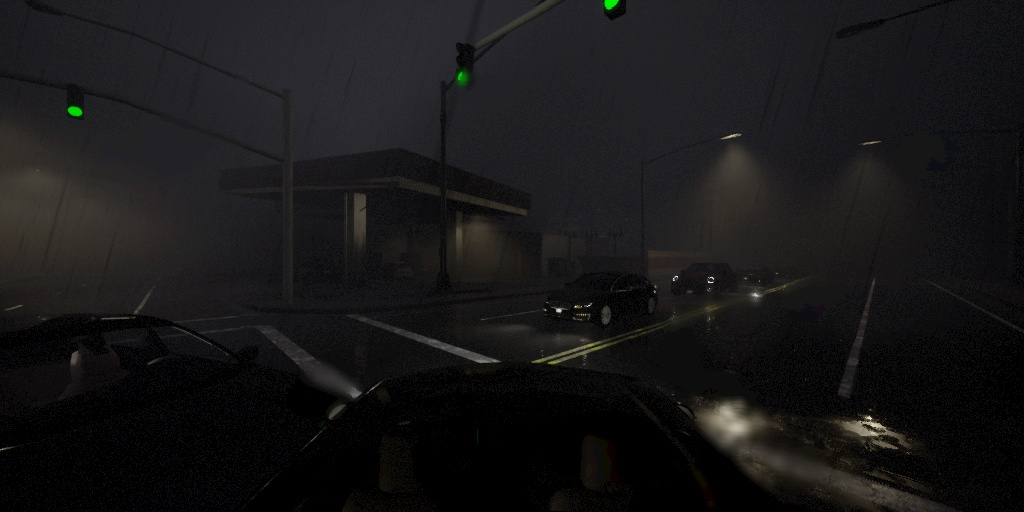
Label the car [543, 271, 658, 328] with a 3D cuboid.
[{"bbox_3d":[3.018,1.255,11.590,4.892,1.490,1.837,0,0,-45],"label":"car"}]

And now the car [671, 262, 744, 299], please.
[{"bbox_3d":[9.938,1.102,18.353,4.553,1.767,2.097,0,0,-44],"label":"car"}]

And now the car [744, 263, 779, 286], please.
[{"bbox_3d":[16.947,1.314,25.181,1.994,1.385,4.181,0,0,45],"label":"car"}]

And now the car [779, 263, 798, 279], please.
[{"bbox_3d":[24.163,1.314,32.149,4.181,1.385,1.994,0,0,-44],"label":"car"}]

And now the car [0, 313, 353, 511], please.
[{"bbox_3d":[-3.390,1.242,2.647,4.902,1.511,2.128,0,0,16],"label":"car"}]
